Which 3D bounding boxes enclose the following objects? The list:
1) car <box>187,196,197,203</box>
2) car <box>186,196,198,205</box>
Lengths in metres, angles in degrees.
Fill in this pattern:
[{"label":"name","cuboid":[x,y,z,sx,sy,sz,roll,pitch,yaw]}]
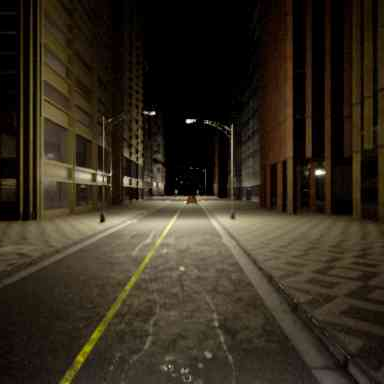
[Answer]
[{"label":"car","cuboid":[-0.013,1.495,70.663,2.033,1.411,5.357,0,0,0]},{"label":"car","cuboid":[-0.009,1.508,60.243,1.882,1.535,5.008,0,0,0]}]
